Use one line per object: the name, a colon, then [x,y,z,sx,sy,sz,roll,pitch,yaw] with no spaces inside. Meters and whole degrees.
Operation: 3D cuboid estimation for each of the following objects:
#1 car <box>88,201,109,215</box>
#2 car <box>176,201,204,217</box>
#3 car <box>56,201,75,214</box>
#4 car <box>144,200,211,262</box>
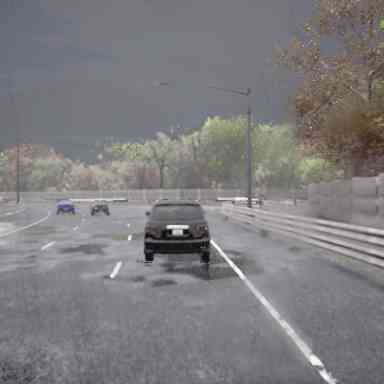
car: [-10.557,1.792,37.739,1.837,1.490,4.892,0,0,-21]
car: [-0.132,1.748,34.733,1.812,1.442,4.674,-1,0,13]
car: [-15.265,1.801,40.170,1.882,1.535,5.008,0,0,-22]
car: [-0.596,1.307,12.624,2.150,2.045,5.566,0,0,-4]
